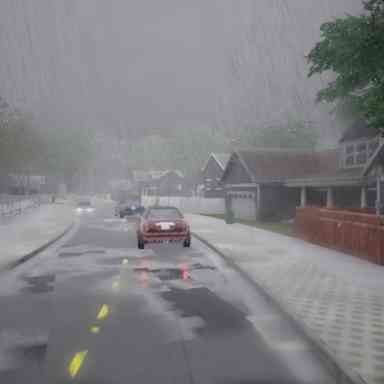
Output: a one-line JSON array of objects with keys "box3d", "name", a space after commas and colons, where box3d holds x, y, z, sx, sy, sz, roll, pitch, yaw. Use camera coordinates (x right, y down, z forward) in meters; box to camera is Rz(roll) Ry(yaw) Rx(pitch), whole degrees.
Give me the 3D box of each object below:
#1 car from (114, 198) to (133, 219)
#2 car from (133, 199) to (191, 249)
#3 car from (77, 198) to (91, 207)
[{"box3d": [-5.593, 1.353, 29.455, 2.097, 1.767, 4.553, 0, 0, -21], "name": "car"}, {"box3d": [-1.414, 1.361, 14.822, 2.097, 1.767, 4.553, 0, 0, -11], "name": "car"}, {"box3d": [-16.255, 1.626, 50.000, 1.895, 1.301, 4.718, 0, 0, -21], "name": "car"}]
